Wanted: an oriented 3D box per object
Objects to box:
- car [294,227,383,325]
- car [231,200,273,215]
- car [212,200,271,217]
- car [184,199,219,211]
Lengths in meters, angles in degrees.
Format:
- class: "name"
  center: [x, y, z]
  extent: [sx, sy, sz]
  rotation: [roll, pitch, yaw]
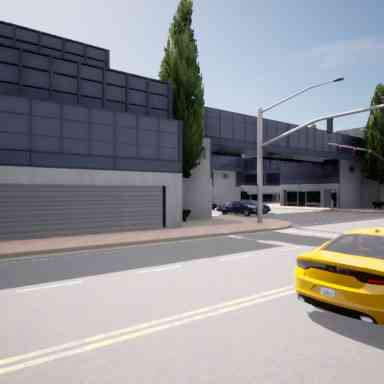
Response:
- class: "car"
  center: [4.221, 1.478, 6.856]
  extent: [5.008, 1.535, 1.882]
  rotation: [0, 0, -36]
- class: "car"
  center: [6.374, 1.564, 35.615]
  extent: [1.994, 1.385, 4.181]
  rotation: [0, 0, -37]
- class: "car"
  center: [4.650, 1.547, 32.080]
  extent: [2.033, 1.411, 5.357]
  rotation: [0, 0, -37]
- class: "car"
  center: [1.140, 1.601, 42.599]
  extent: [1.895, 1.301, 4.718]
  rotation: [0, 0, -37]
